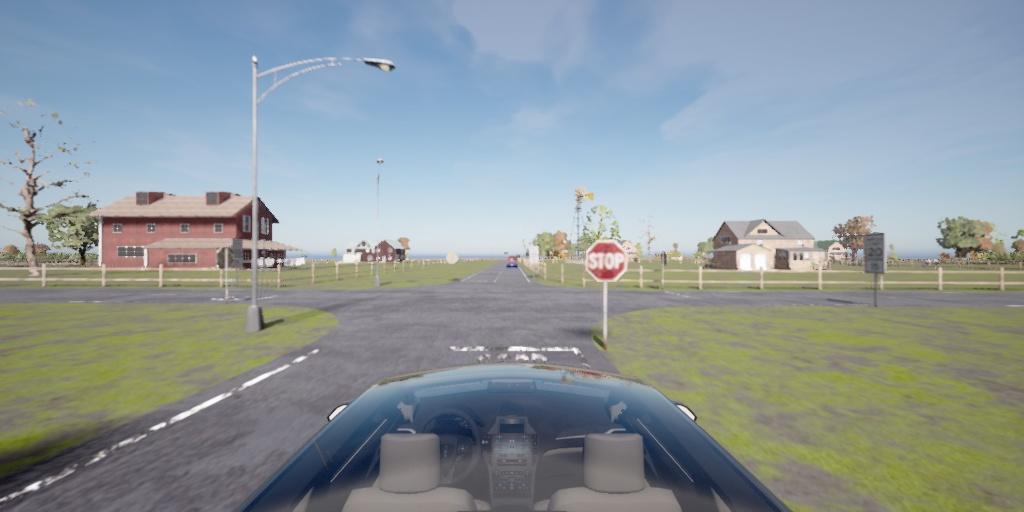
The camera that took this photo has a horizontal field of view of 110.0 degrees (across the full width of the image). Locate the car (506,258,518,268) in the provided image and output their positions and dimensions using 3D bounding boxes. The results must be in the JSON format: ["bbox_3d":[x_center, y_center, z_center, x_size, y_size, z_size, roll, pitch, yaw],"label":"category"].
[{"bbox_3d":[0.035,1.429,62.855,1.994,1.385,4.181,0,0,1],"label":"car"}]
